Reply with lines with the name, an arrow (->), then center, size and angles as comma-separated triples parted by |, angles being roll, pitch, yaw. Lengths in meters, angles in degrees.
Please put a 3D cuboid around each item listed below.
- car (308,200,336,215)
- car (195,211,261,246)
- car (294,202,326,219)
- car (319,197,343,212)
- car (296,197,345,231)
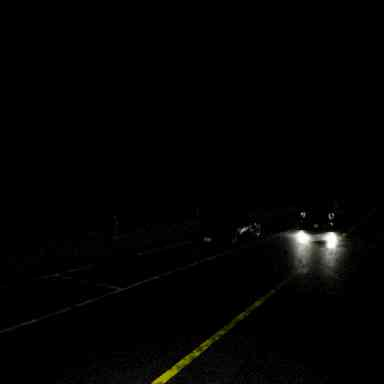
car -> 13.420, 1.568, 34.167 | 1.947, 1.339, 4.313 | 0, 0, 32
car -> 1.793, 1.566, 15.372 | 1.947, 1.339, 4.313 | 0, 0, 32
car -> 10.513, 1.583, 29.468 | 1.802, 1.307, 4.206 | 0, 0, 32
car -> 16.326, 1.442, 38.865 | 1.967, 1.590, 4.097 | 0, 0, 32
car -> 8.237, 1.353, 20.905 | 2.097, 1.767, 4.553 | 0, 0, 32
